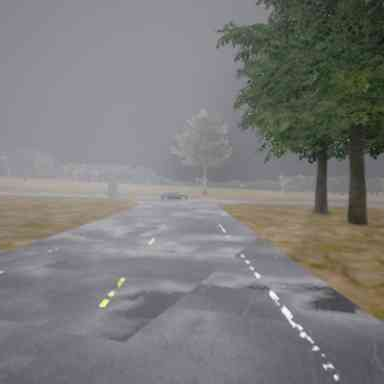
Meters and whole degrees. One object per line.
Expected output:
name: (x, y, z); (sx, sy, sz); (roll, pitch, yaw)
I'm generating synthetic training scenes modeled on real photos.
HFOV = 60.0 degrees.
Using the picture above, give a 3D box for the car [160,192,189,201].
car: (-2.876, 0.724, 54.896); (4.892, 1.490, 1.837); (1, 1, 1)
